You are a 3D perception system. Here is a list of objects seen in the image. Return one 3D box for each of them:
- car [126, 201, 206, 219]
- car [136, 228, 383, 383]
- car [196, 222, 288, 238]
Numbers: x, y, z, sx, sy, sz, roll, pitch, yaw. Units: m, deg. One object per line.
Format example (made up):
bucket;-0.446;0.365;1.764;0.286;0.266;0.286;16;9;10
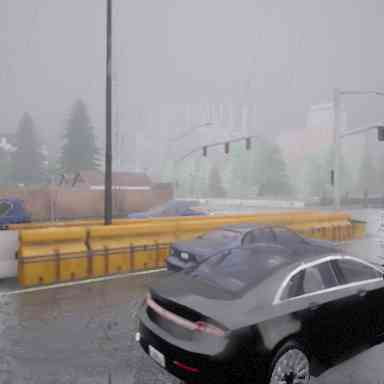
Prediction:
car;-1.526;1.521;20.048;5.008;1.535;1.882;1;0;-35
car;1.606;1.508;4.892;4.902;1.511;2.128;0;0;-35
car;1.871;1.576;9.379;5.357;1.411;2.033;0;0;-35
